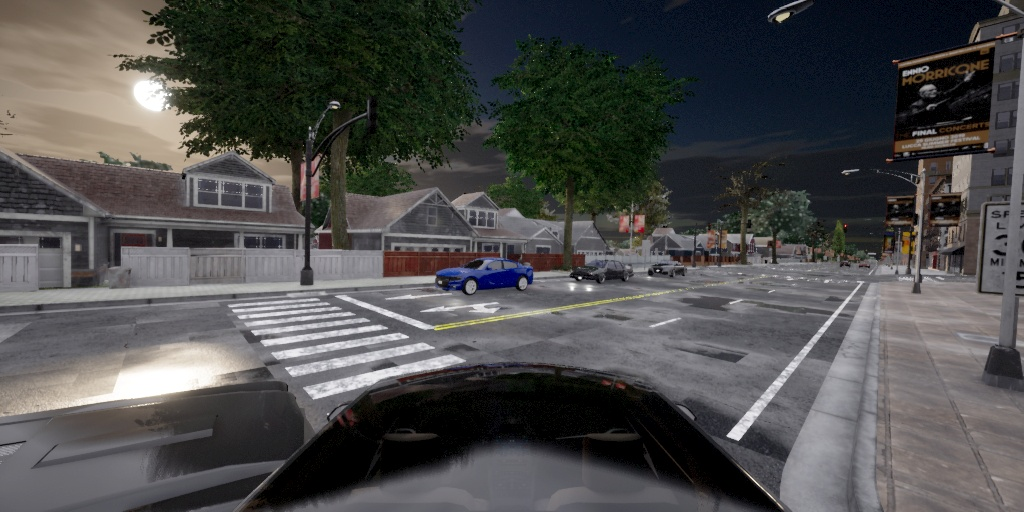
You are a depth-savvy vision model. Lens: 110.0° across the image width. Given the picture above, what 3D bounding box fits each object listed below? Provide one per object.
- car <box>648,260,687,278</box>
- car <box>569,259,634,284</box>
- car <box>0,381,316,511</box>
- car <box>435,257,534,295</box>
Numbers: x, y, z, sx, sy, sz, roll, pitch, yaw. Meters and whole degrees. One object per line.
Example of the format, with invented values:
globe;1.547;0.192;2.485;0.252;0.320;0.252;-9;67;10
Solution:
car;13.191;1.015;30.317;4.181;1.385;1.994;0;2;-44
car;6.008;0.943;23.381;5.357;1.411;2.033;0;2;-44
car;-3.309;1.292;1.257;4.718;1.301;1.895;1;2;-34
car;-1.145;0.821;16.447;5.008;1.535;1.882;0;2;-44
